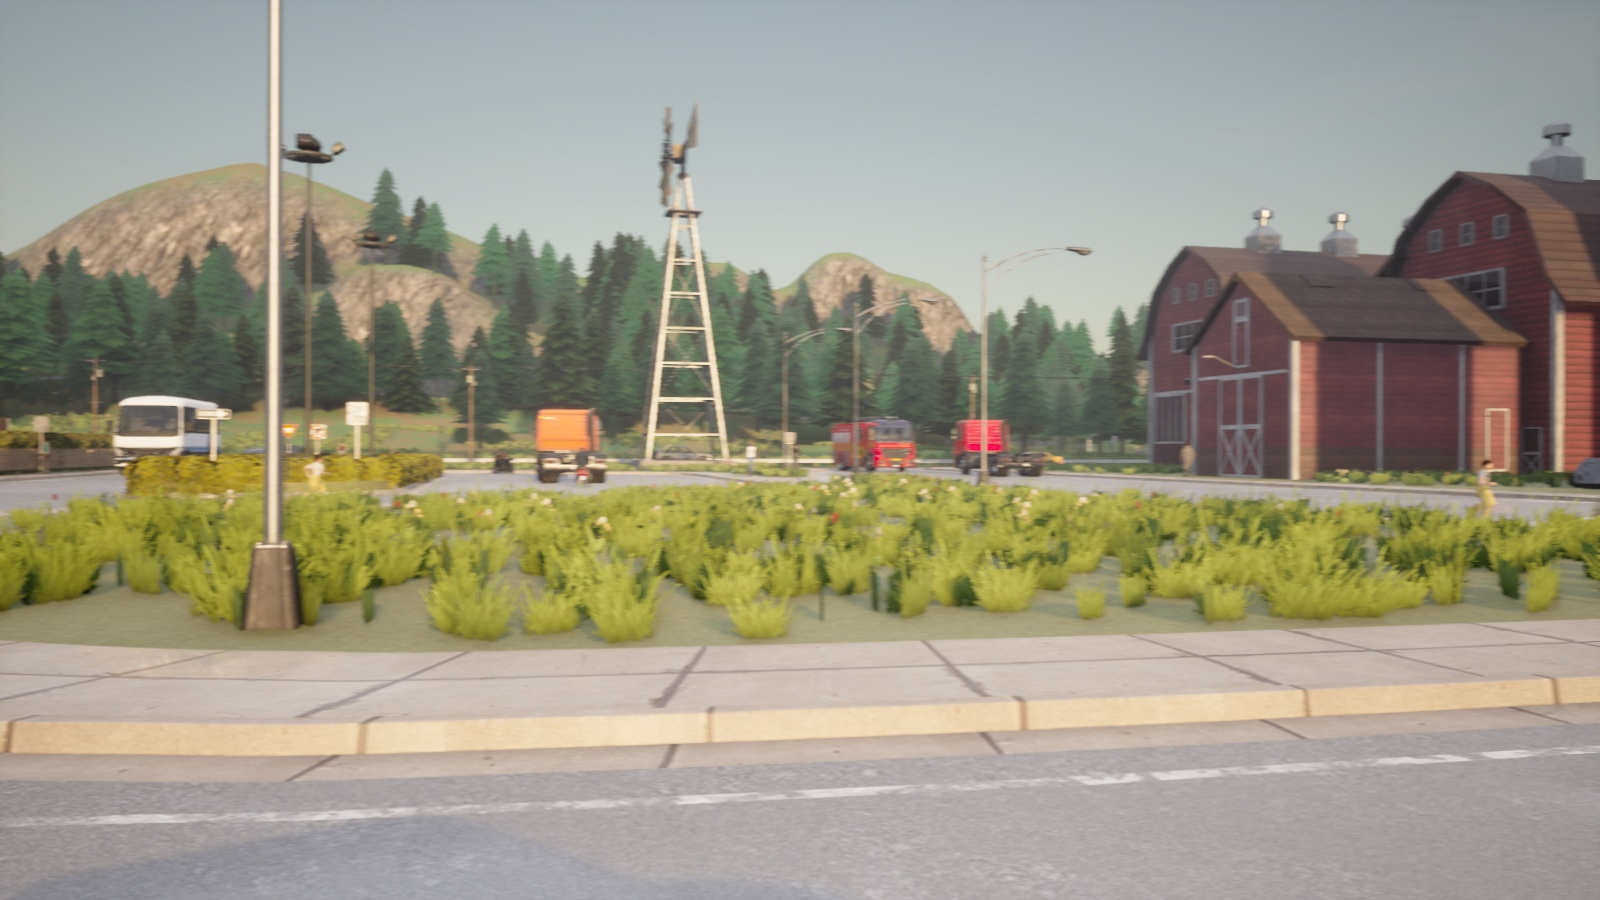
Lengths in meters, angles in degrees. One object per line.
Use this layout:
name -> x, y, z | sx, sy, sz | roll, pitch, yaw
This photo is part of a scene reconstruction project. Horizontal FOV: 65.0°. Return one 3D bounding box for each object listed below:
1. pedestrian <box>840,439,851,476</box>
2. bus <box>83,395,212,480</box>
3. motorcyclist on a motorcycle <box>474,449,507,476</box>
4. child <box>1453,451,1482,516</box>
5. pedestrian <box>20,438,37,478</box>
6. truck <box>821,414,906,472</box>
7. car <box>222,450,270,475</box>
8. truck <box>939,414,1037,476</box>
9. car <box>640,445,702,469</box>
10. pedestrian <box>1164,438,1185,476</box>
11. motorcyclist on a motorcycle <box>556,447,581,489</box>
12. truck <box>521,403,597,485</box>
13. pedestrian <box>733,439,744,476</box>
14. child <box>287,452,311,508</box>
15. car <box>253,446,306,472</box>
pedestrian -> 2.273, 0.371, 62.406 | 0.370, 1.835, 0.726 | 0, 0, -14
bus -> -35.266, -0.634, 68.417 | 3.944, 4.253, 10.273 | 0, 0, -14
motorcyclist on a motorcycle -> -18.001, 0.709, 72.999 | 2.044, 1.523, 0.797 | 0, 0, 38
child -> 13.221, 0.660, 24.876 | 0.270, 1.263, 0.437 | 0, 0, -44
pedestrian -> -37.496, 0.402, 61.037 | 0.692, 1.930, 0.396 | 0, 0, -30
truck -> 4.285, -0.462, 87.480 | 2.891, 3.827, 8.468 | 0, 0, -20
car -> -33.536, 0.742, 76.071 | 1.837, 1.490, 4.892 | 0, 0, -14
truck -> 11.086, -0.278, 74.954 | 2.891, 3.462, 7.936 | 0, 0, -15
car -> -10.076, 0.526, 97.924 | 4.605, 1.855, 1.932 | 0, 0, -14
pedestrian -> 19.433, 0.352, 65.194 | 0.659, 1.952, 0.873 | 0, 0, -25
motorcyclist on a motorcycle -> -8.943, 0.684, 48.550 | 0.866, 1.590, 1.817 | 0, 0, -13
truck -> -11.046, -0.253, 57.079 | 2.891, 3.462, 7.936 | 0, 0, -14
pedestrian -> -3.033, 0.376, 61.864 | 0.354, 1.836, 0.706 | 0, 0, -22
child -> -11.483, 0.677, 28.790 | 0.437, 1.263, 0.270 | 0, 0, -43
car -> -35.465, 0.593, 85.700 | 2.097, 1.767, 4.553 | 0, 0, -6
